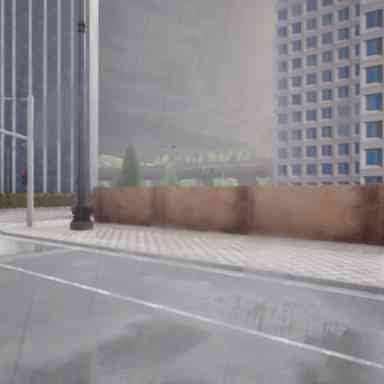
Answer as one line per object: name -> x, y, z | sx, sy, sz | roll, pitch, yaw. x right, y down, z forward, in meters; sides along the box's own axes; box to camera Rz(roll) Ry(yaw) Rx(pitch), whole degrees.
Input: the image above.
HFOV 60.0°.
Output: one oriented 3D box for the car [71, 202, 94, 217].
car -> -8.827, 1.567, 31.355 | 1.895, 1.301, 4.718 | 0, 0, 36
